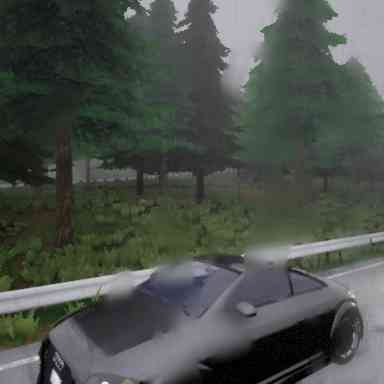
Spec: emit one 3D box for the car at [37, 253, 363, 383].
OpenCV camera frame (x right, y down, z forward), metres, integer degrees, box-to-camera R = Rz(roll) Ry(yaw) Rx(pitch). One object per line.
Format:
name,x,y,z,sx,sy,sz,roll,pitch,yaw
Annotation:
car,0.346,1.562,4.253,4.181,1.385,1.994,0,0,-36
